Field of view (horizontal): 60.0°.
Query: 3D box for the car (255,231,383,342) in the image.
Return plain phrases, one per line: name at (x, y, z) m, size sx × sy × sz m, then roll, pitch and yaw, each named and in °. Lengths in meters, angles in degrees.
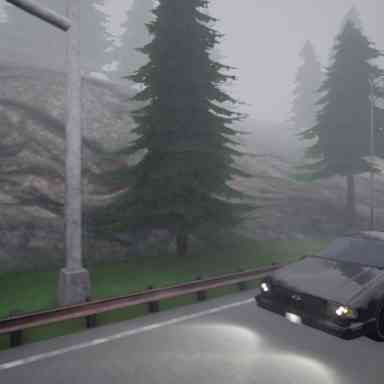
car at (3.718, 1.524, 6.609) m, size 5.357 × 1.411 × 2.033 m, roll 0°, pitch 0°, yaw -35°
